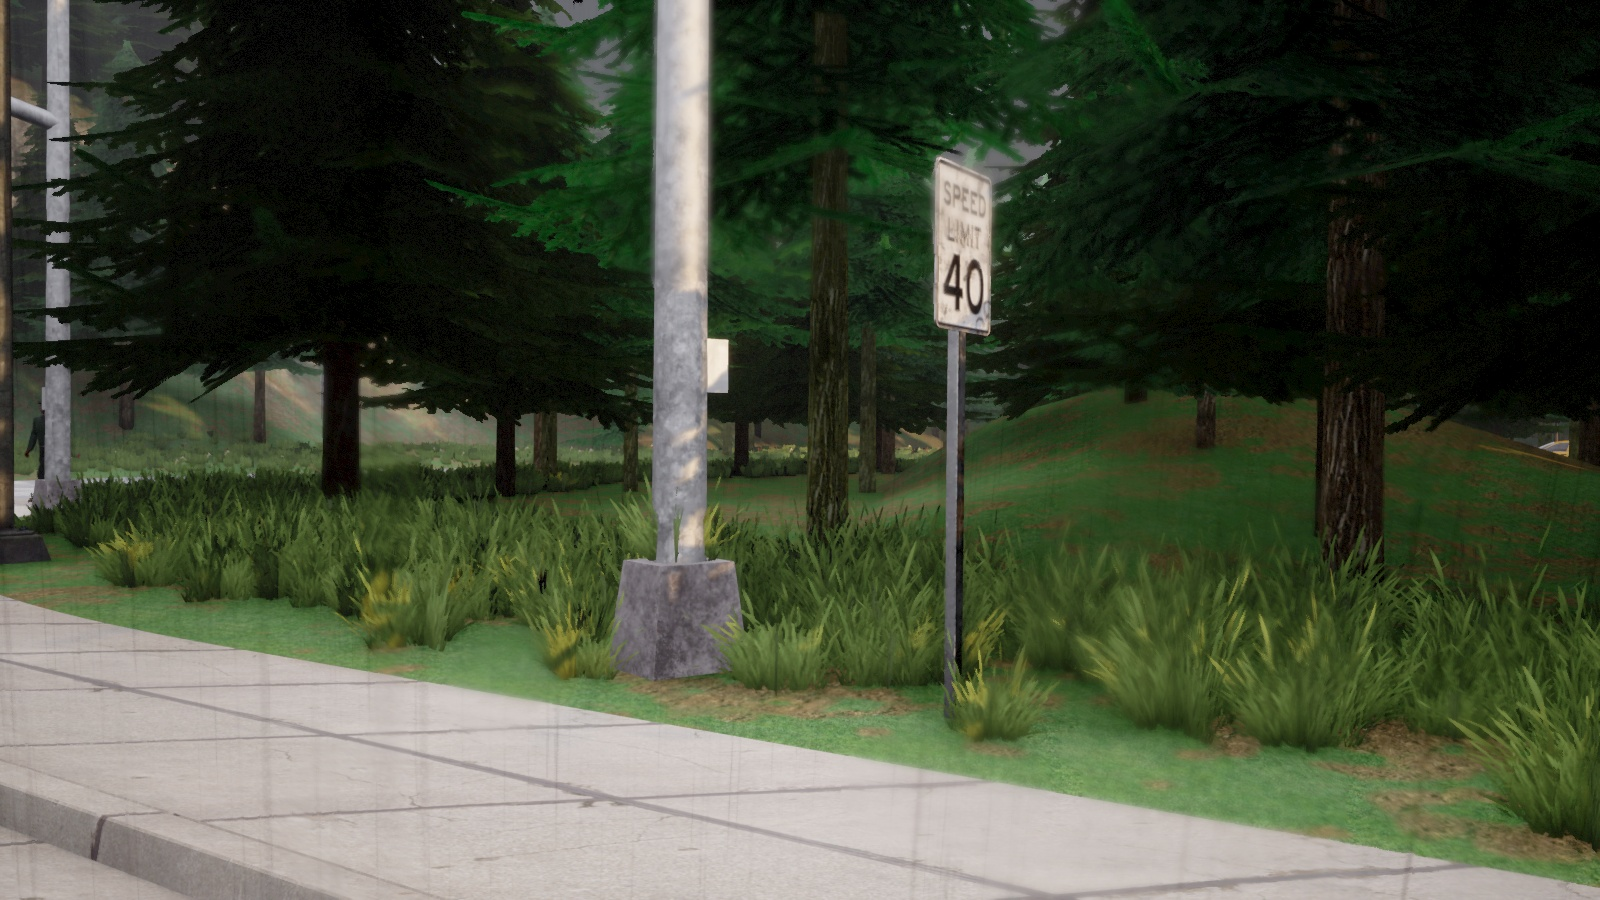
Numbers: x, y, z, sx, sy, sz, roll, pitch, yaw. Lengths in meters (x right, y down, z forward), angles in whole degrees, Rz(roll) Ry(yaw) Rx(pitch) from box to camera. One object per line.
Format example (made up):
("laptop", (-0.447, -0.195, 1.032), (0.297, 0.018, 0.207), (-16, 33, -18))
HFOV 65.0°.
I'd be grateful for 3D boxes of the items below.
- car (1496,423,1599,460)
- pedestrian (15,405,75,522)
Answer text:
("car", (33.110, -0.368, 54.063), (5.366, 1.575, 1.801), (0, 1, 33))
("pedestrian", (-12.830, 0.218, 21.355), (0.423, 1.949, 0.788), (0, 1, 12))
